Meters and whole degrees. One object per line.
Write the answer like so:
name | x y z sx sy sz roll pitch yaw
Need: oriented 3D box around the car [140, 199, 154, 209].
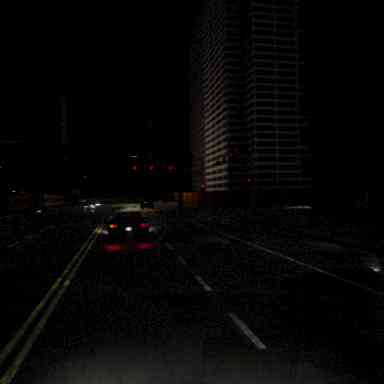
car | -7.098 1.881 52.306 2.128 1.511 4.902 -1 0 -12

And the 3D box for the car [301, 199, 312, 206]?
car | 19.096 1.382 49.608 5.357 1.411 2.033 -1 0 -12

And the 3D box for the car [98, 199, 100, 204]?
car | -25.254 2.509 87.167 1.895 1.301 4.718 -1 0 -12

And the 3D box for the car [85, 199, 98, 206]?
car | -22.051 2.313 71.933 1.812 1.442 4.674 -1 0 -12

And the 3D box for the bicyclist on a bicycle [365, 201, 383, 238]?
bicyclist on a bicycle | 8.281 1.199 14.546 1.656 1.620 0.582 -1 0 -12

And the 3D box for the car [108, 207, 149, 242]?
car | -3.365 1.717 17.534 1.994 1.385 4.181 -1 0 -12
